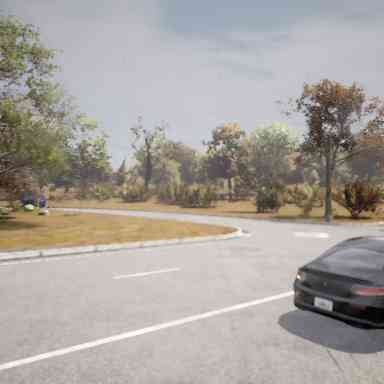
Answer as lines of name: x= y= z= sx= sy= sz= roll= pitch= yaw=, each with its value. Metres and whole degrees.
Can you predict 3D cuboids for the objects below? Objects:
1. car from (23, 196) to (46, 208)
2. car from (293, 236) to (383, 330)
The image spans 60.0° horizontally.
car: x=-27.173 y=1.638 z=56.480 sx=5.566 sy=2.045 sz=2.150 roll=0 pitch=-1 yaw=32
car: x=3.911 y=1.607 z=6.582 sx=4.674 sy=1.442 sz=1.812 roll=1 pitch=0 yaw=-36
